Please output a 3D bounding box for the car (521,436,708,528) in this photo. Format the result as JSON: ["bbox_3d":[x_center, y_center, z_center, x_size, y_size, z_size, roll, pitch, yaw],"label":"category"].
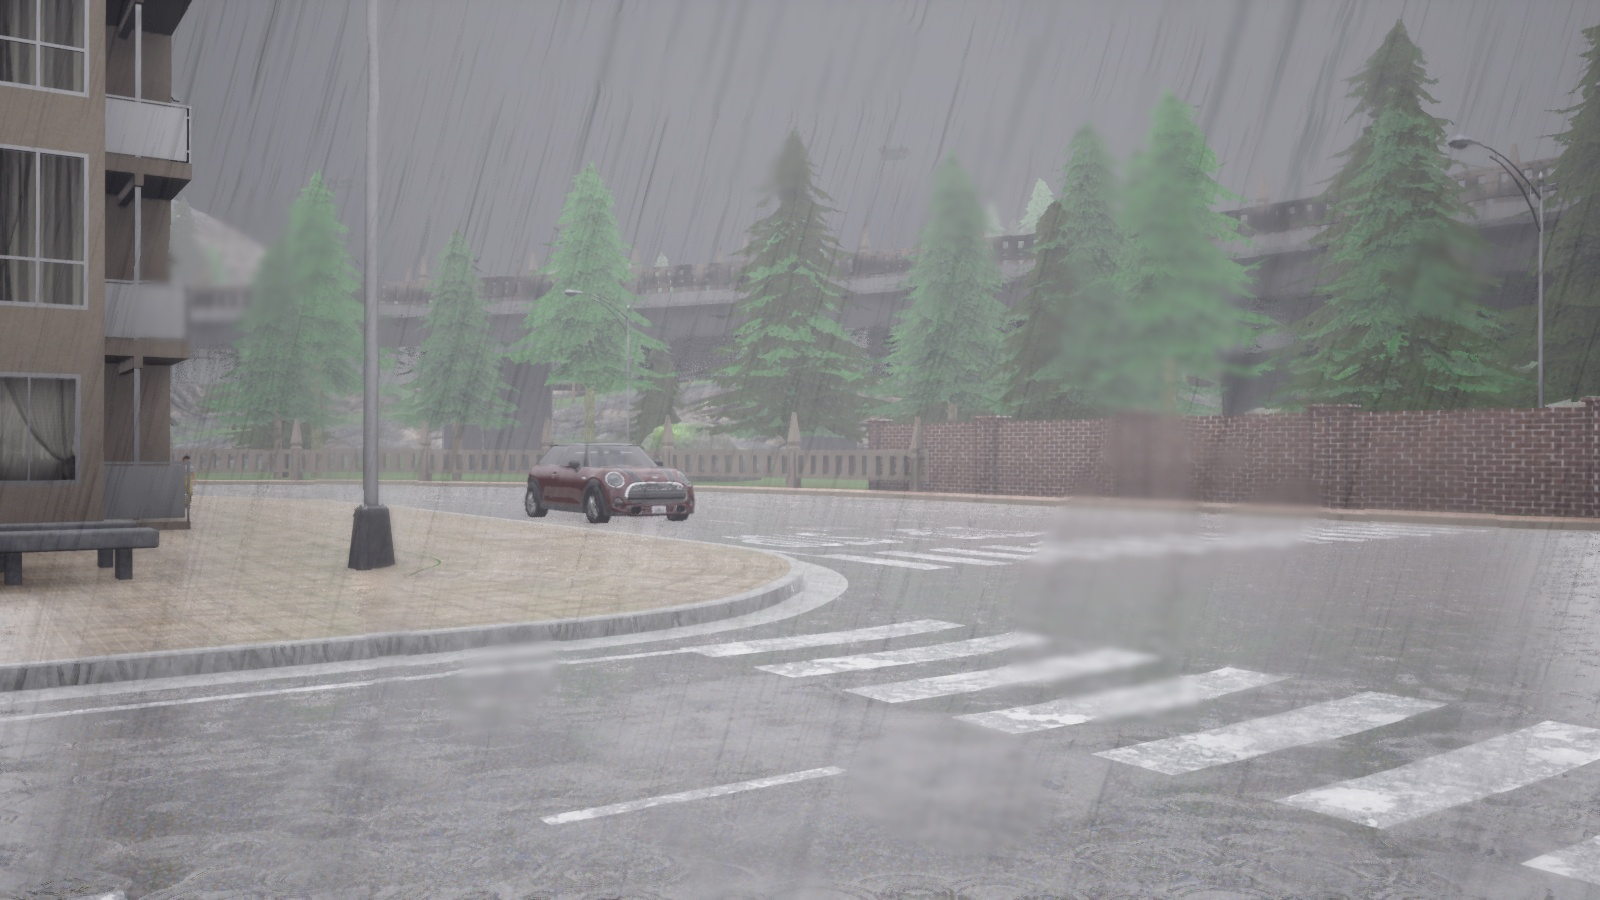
[{"bbox_3d":[-4.035,0.622,26.684,2.097,1.767,4.553,0,0,-35],"label":"car"}]

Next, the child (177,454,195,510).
[{"bbox_3d":[-13.993,0.723,28.600,0.270,1.263,0.437,0,0,-40],"label":"child"}]
